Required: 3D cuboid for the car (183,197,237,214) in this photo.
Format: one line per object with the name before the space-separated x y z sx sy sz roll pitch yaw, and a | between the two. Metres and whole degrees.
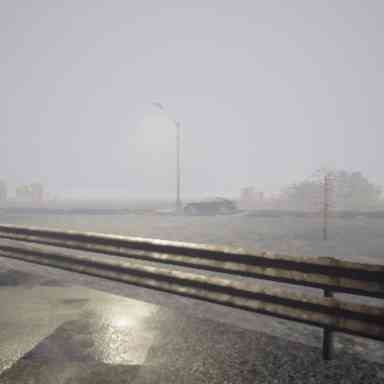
car | 1.616 1.205 30.139 4.902 1.511 2.128 0 0 14
